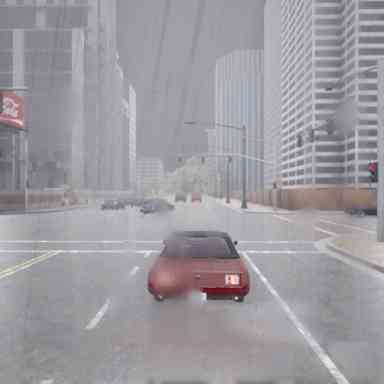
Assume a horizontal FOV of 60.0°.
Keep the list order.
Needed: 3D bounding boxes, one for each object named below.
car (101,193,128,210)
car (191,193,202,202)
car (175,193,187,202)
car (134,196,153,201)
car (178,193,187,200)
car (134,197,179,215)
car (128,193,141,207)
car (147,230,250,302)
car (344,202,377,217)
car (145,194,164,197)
[{"bbox_3d":[-10.049,1.352,42.383,2.097,1.767,4.553,0,0,1],"label":"car"},{"bbox_3d":[0.966,1.216,73.292,2.150,2.045,5.566,0,0,1],"label":"car"},{"bbox_3d":[-2.533,1.216,73.339,2.150,2.045,5.566,0,0,1],"label":"car"},{"bbox_3d":[-6.489,1.601,46.764,1.895,1.301,4.718,0,0,1],"label":"car"},{"bbox_3d":[-2.390,1.184,83.979,2.097,1.767,4.553,0,0,1],"label":"car"},{"bbox_3d":[-3.485,1.547,33.713,2.033,1.411,5.357,0,0,17],"label":"car"},{"bbox_3d":[-9.900,1.221,51.965,2.150,2.045,5.566,0,0,1],"label":"car"},{"bbox_3d":[0.206,1.601,8.219,1.895,1.301,4.718,0,0,2],"label":"car"},{"bbox_3d":[16.512,1.601,30.358,4.718,1.301,1.895,0,0,0],"label":"car"},{"bbox_3d":[-6.349,1.564,56.767,1.994,1.385,4.181,0,0,0],"label":"car"}]
